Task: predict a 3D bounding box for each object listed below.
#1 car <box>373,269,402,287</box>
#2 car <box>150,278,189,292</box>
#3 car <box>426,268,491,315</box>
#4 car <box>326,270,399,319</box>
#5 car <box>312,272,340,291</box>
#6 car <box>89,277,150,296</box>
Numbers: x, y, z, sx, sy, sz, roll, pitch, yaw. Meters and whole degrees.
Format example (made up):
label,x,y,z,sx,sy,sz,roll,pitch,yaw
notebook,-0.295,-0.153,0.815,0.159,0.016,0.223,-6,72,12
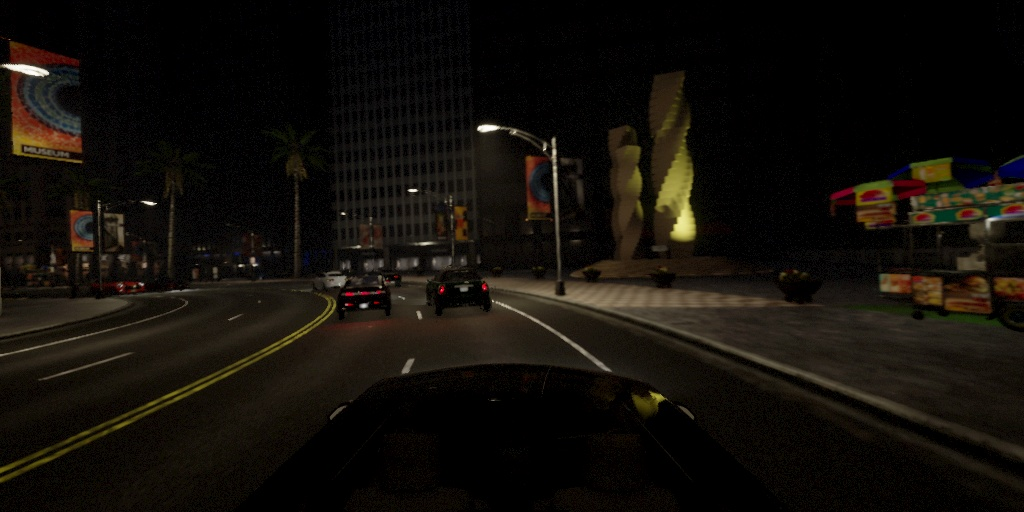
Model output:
label,x,y,z,sx,sy,sz,roll,pitch,yaw
car,-10.860,1.851,29.931,1.837,1.490,4.892,-2,0,-40
car,-35.913,2.946,37.273,4.181,1.385,1.994,-2,0,16
car,-2.384,1.272,15.002,2.097,1.767,4.553,-2,0,-18
car,-5.933,1.552,14.733,2.128,1.511,4.902,-2,0,-19
car,-14.560,2.011,28.846,1.812,1.442,4.674,-2,-1,-42
car,-37.532,2.779,34.085,4.553,1.767,2.097,-2,0,15
